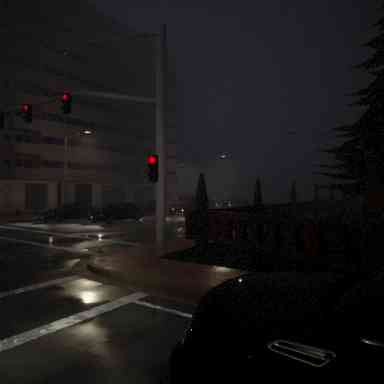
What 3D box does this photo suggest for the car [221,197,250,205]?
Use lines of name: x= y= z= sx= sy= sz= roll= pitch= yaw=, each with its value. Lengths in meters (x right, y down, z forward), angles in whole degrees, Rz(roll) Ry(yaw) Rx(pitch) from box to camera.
car: x=5.461 y=1.407 z=41.709 sx=2.097 sy=1.767 sz=4.553 roll=0 pitch=0 yaw=35

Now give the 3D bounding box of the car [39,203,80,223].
car: x=-9.605 y=1.581 z=26.186 sx=1.812 sy=1.442 sz=4.674 roll=0 pitch=0 yaw=35

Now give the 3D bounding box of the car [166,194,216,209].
car: x=-0.198 y=1.277 z=33.590 sx=2.150 sy=2.045 sz=5.566 roll=0 pitch=0 yaw=35

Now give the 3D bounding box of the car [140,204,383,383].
car: x=2.426 y=1.221 z=2.130 sx=5.566 sy=2.045 sz=2.150 roll=0 pitch=0 yaw=37

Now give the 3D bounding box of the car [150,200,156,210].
car: x=-4.399 y=1.581 z=33.657 sx=1.812 sy=1.442 sz=4.674 roll=0 pitch=0 yaw=35

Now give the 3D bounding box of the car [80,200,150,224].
car: x=-5.754 y=1.560 z=25.595 sx=1.837 sy=1.490 sz=4.892 roll=0 pitch=0 yaw=35

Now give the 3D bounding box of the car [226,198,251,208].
car: x=7.078 y=1.618 z=50.113 sx=1.994 sy=1.385 sz=4.181 roll=0 pitch=0 yaw=35
